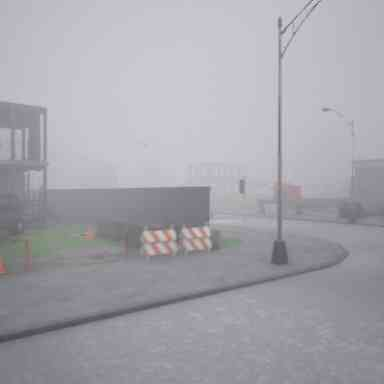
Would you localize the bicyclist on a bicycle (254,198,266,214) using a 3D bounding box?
[{"bbox_3d":[6.853,1.395,33.506,1.656,1.620,0.582,0,0,-35],"label":"bicyclist on a bicycle"}]

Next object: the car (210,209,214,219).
[{"bbox_3d":[-0.043,1.556,28.746,1.812,1.442,4.674,0,0,-36],"label":"car"}]

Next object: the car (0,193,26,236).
[{"bbox_3d":[-8.364,0.987,13.415,1.905,1.878,3.866,0,0,0],"label":"car"}]
